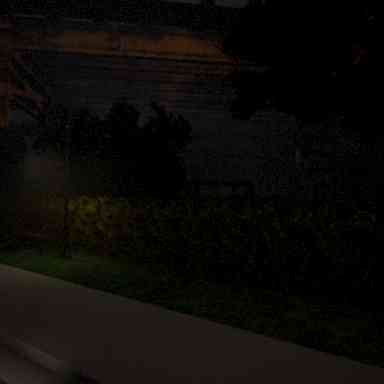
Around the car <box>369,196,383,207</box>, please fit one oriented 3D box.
[{"bbox_3d":[29.581,1.417,49.922,2.038,1.542,4.974,0,0,-29],"label":"car"}]

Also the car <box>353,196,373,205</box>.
[{"bbox_3d":[25.438,1.235,49.633,1.853,1.218,4.536,0,0,16],"label":"car"}]

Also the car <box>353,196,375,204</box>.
[{"bbox_3d":[25.423,1.392,49.583,2.038,1.542,4.974,0,0,16],"label":"car"}]
